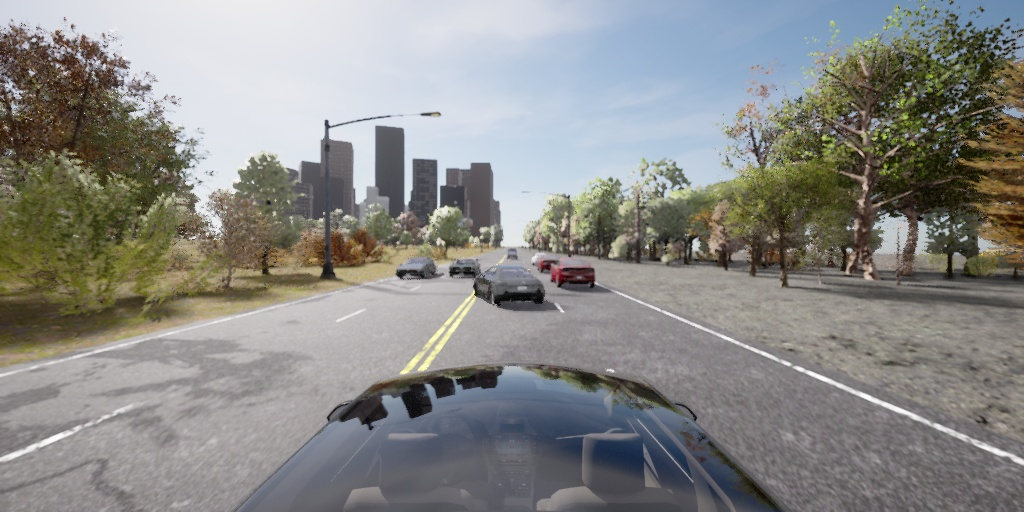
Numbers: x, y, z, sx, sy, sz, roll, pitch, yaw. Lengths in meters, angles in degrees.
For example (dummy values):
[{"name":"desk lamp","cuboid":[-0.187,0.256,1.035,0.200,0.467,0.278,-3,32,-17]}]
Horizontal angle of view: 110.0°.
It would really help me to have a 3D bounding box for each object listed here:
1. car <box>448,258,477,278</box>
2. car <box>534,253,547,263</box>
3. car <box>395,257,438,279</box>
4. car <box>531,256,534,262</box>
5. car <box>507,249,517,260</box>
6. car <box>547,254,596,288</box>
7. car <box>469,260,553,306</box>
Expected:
[{"name":"car","cuboid":[-3.339,0.825,25.932,1.895,1.301,4.718,0,1,0]},{"name":"car","cuboid":[3.260,0.596,30.855,1.882,1.535,5.008,0,1,0]},{"name":"car","cuboid":[-6.592,0.778,25.401,2.033,1.411,5.357,0,1,0]},{"name":"car","cuboid":[3.264,0.399,41.857,1.812,1.442,4.674,0,1,0]},{"name":"car","cuboid":[0.062,-0.112,64.431,2.033,1.411,5.357,0,1,1]},{"name":"car","cuboid":[3.260,0.833,19.854,1.882,1.535,5.008,0,1,0]},{"name":"car","cuboid":[-0.226,1.045,14.358,1.994,1.385,4.181,-1,1,-18]}]
